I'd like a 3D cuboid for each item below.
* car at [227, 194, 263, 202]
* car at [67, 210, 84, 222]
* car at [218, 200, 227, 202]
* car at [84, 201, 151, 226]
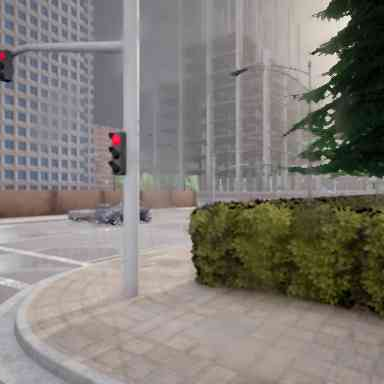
[{"bbox_3d":[6.837,1.287,40.622,2.150,2.045,5.566,0,0,35],"label":"car"},{"bbox_3d":[-7.501,1.681,26.664,1.895,1.301,4.718,0,0,35],"label":"car"},{"bbox_3d":[4.025,1.685,42.706,1.895,1.301,4.718,0,0,35],"label":"car"},{"bbox_3d":[-5.073,1.429,24.039,2.097,1.767,4.553,0,0,35],"label":"car"}]
